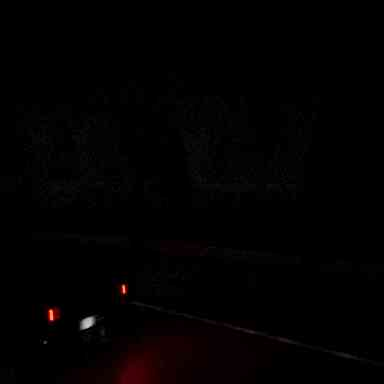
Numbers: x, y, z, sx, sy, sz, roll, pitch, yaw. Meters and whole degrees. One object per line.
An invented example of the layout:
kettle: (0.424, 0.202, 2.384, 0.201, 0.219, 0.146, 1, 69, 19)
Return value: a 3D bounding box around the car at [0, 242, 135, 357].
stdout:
car: (-3.378, 1.592, 5.962, 4.718, 1.301, 1.895, 0, 0, 32)
